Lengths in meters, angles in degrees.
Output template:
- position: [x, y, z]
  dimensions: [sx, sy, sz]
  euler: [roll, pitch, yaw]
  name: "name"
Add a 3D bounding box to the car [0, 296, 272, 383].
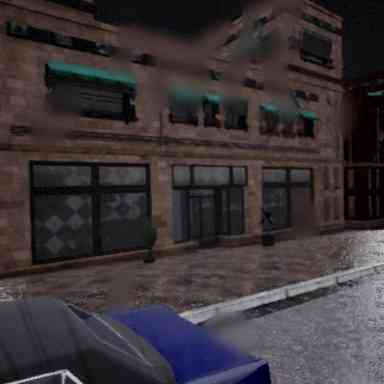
- position: [-1.741, 1.601, 2.137]
  dimensions: [4.718, 1.301, 1.895]
  euler: [0, 0, -36]
  name: "car"
